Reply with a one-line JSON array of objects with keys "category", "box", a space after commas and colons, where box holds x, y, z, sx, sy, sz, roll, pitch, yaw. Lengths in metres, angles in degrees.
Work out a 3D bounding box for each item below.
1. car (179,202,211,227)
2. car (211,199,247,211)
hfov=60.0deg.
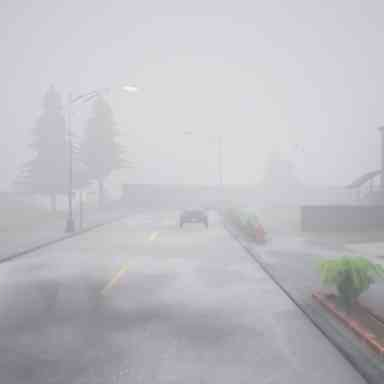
[{"category": "car", "box": [0.112, 1.514, 22.494, 1.812, 1.442, 4.674, 0, 0, 0]}, {"category": "car", "box": [3.948, 1.527, 39.719, 5.357, 1.411, 2.033, 0, 0, -25]}]
